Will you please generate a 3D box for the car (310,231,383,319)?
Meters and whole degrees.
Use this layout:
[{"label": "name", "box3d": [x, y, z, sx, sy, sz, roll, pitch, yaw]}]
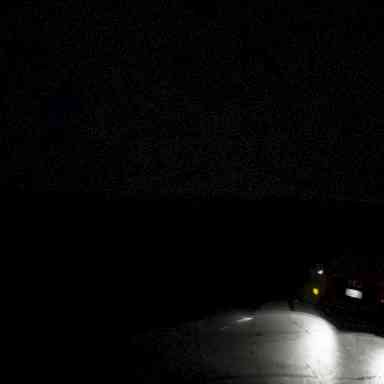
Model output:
[{"label": "car", "box3d": [4.298, 1.546, 6.960, 4.181, 1.385, 1.994, 0, 0, -40]}]
